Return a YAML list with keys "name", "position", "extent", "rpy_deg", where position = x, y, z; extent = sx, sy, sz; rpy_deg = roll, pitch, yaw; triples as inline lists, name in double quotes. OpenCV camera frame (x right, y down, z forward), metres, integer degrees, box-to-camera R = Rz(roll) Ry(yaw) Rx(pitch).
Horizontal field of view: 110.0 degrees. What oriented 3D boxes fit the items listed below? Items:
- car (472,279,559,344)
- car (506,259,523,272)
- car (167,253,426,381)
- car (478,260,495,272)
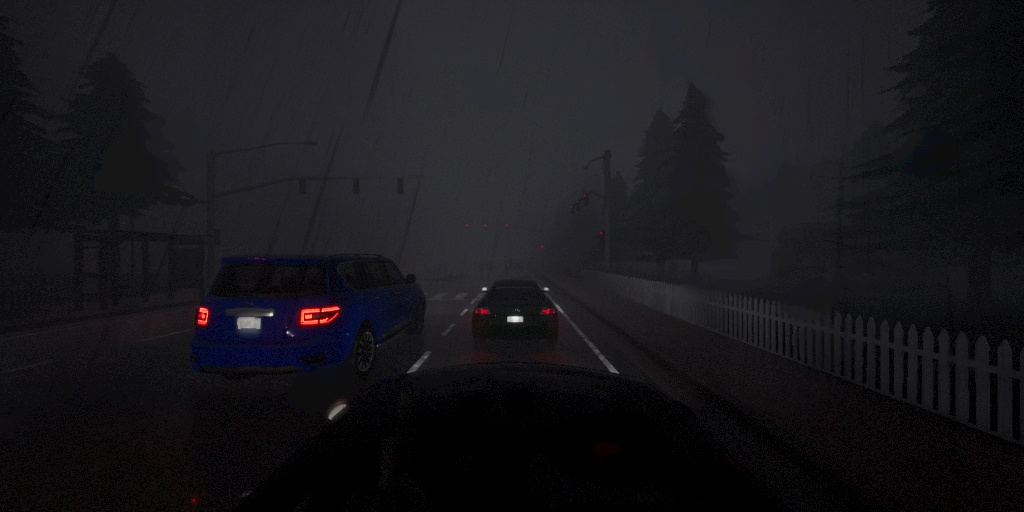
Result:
- name: "car"
  position: [0.090, 1.314, 9.635]
  extent: [1.994, 1.385, 4.181]
  rpy_deg: [0, 0, 1]
- name: "car"
  position: [0.285, 1.102, 45.614]
  extent: [2.097, 1.767, 4.553]
  rpy_deg: [0, 0, 0]
- name: "car"
  position: [-3.403, 0.972, 7.356]
  extent: [2.150, 2.045, 5.566]
  rpy_deg: [0, 0, 0]
- name: "car"
  position: [-3.218, 1.242, 45.569]
  extent: [2.128, 1.511, 4.902]
  rpy_deg: [0, 0, 1]
